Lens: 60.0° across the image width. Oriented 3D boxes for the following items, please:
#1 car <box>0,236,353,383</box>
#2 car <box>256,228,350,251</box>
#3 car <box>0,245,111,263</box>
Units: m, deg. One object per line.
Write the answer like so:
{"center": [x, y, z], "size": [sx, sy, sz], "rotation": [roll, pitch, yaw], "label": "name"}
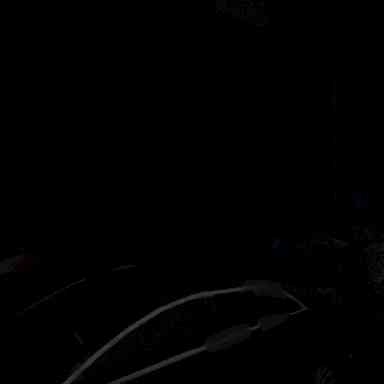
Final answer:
{"center": [-0.491, 1.489, 3.029], "size": [4.902, 1.511, 2.128], "rotation": [0, 0, -35], "label": "car"}
{"center": [2.273, 1.572, 8.151], "size": [4.206, 1.307, 1.802], "rotation": [0, 0, -35], "label": "car"}
{"center": [-2.227, 1.543, 4.945], "size": [4.507, 1.381, 1.887], "rotation": [0, 0, -35], "label": "car"}
